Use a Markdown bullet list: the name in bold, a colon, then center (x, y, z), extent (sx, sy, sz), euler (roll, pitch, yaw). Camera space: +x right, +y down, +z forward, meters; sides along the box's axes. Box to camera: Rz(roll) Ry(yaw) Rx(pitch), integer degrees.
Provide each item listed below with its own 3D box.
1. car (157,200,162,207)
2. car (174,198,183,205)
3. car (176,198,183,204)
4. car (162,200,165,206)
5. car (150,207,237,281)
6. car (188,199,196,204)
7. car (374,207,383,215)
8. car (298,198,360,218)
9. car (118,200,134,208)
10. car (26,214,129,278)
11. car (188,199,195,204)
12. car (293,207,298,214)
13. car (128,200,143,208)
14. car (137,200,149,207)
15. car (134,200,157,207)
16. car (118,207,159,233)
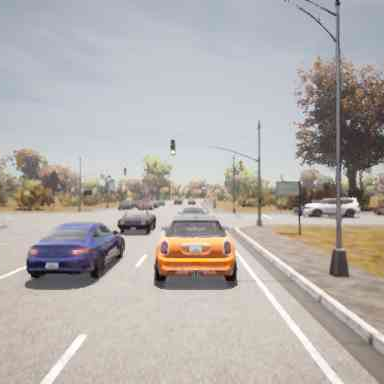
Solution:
- **car**: center (-7.096, 2.309, 60.348), extent (1.895, 1.301, 4.718), euler (0, -1, 1)
- **car**: center (-3.542, 2.466, 83.060), extent (1.837, 1.490, 4.892), euler (0, -1, 0)
- **car**: center (-3.507, 2.470, 93.469), extent (1.812, 1.442, 4.674), euler (0, -1, 1)
- **car**: center (-7.041, 2.417, 73.733), extent (1.994, 1.385, 4.181), euler (0, -1, 0)
- **car**: center (0.096, 1.475, 10.359), extent (2.097, 1.767, 4.553), euler (0, -1, 0)
- **car**: center (-0.042, 2.528, 83.190), extent (1.994, 1.385, 4.181), euler (0, -1, 0)
- **car**: center (22.954, 1.997, 37.606), extent (4.181, 1.385, 1.994), euler (0, -1, 3)
- **car**: center (14.447, 1.627, 34.560), extent (5.566, 2.045, 2.150), euler (0, -1, 3)
- **car**: center (-10.616, 2.134, 53.624), extent (1.837, 1.490, 4.892), euler (0, -1, 0)
- **car**: center (-3.404, 1.649, 10.390), extent (1.812, 1.442, 4.674), euler (0, -1, 0)
- **car**: center (-0.008, 2.688, 93.227), extent (1.895, 1.301, 4.718), euler (0, -1, 1)
- **car**: center (14.064, 1.951, 38.085), extent (4.892, 1.490, 1.837), euler (0, -1, 3)
- **car**: center (-10.564, 2.297, 62.504), extent (1.994, 1.385, 4.181), euler (0, -1, 2)
- **car**: center (-10.540, 2.400, 72.250), extent (1.994, 1.385, 4.181), euler (0, -1, 0)
- **car**: center (-7.098, 1.955, 51.363), extent (2.097, 1.767, 4.553), euler (0, -1, -1)
- **car**: center (-3.411, 1.854, 21.523), extent (1.895, 1.301, 4.718), euler (0, -1, 0)
